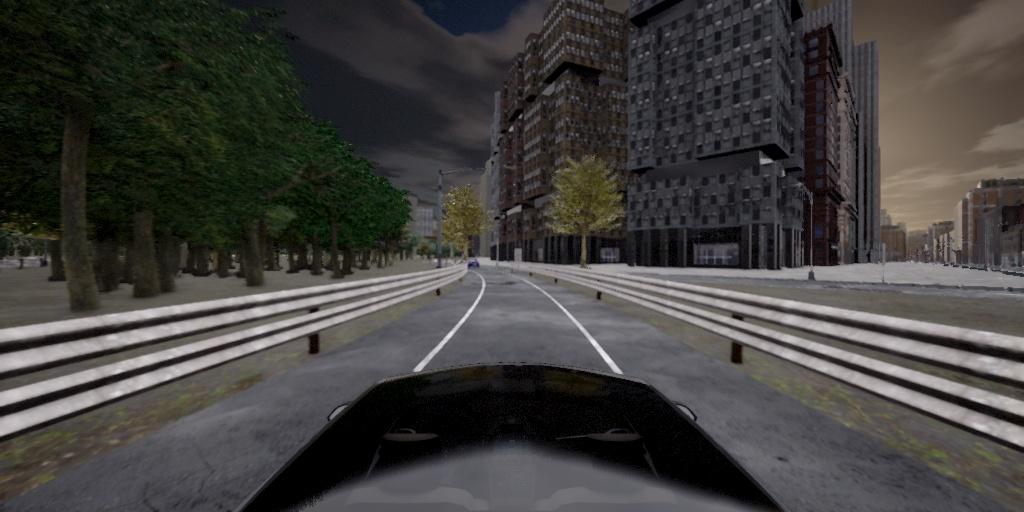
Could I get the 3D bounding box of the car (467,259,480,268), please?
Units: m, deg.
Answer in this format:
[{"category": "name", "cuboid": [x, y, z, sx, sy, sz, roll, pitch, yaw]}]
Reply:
[{"category": "car", "cuboid": [-6.905, 1.287, 61.476, 1.882, 1.535, 5.008, 0, 0, -18]}]
